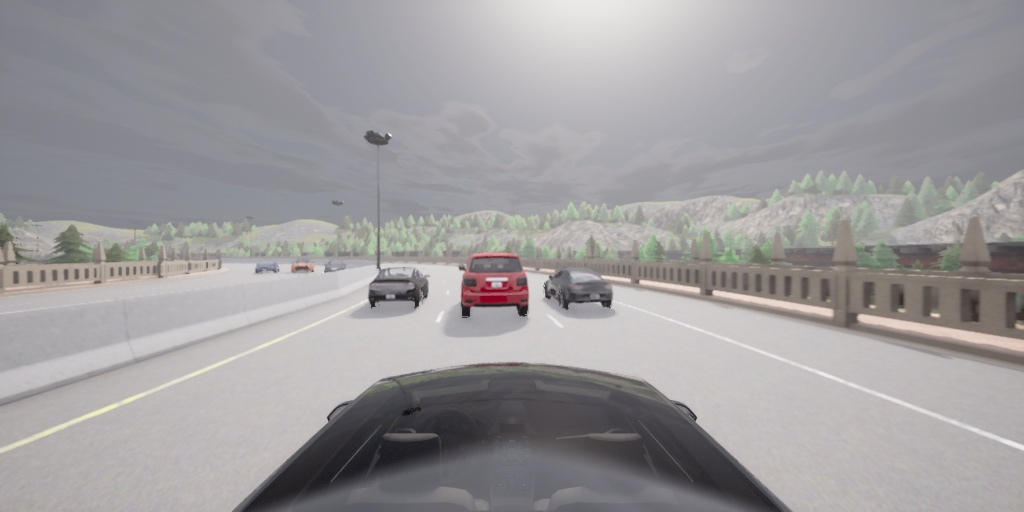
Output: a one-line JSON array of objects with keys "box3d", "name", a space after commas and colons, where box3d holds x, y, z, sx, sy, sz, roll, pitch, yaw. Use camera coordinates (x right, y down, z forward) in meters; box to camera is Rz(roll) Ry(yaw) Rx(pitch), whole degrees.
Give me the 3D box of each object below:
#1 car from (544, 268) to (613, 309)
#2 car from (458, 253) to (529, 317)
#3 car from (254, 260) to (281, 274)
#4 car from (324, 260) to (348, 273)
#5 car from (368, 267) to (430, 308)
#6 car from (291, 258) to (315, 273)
[{"box3d": [2.553, 1.204, 14.492, 1.812, 1.442, 4.674, 0, 0, -7], "name": "car"}, {"box3d": [-0.760, 0.918, 13.165, 2.150, 2.045, 5.566, 0, 0, -7], "name": "car"}, {"box3d": [-26.952, 1.188, 39.620, 1.812, 1.442, 4.674, 0, 0, -27], "name": "car"}, {"box3d": [-17.943, 1.137, 36.653, 2.128, 1.511, 4.902, 0, 0, -23], "name": "car"}, {"box3d": [-4.559, 1.194, 14.906, 2.128, 1.511, 4.902, 0, 0, -8], "name": "car"}, {"box3d": [-23.452, 0.997, 40.372, 2.097, 1.767, 4.553, 0, 0, -26], "name": "car"}]
